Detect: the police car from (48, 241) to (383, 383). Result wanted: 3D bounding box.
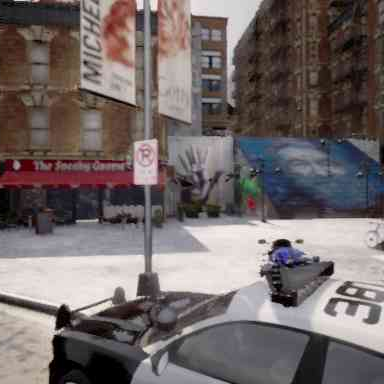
[{"bbox_3d":[0.772,1.426,2.736,5.238,1.638,1.930,0,0,35],"label":"police car"}]
